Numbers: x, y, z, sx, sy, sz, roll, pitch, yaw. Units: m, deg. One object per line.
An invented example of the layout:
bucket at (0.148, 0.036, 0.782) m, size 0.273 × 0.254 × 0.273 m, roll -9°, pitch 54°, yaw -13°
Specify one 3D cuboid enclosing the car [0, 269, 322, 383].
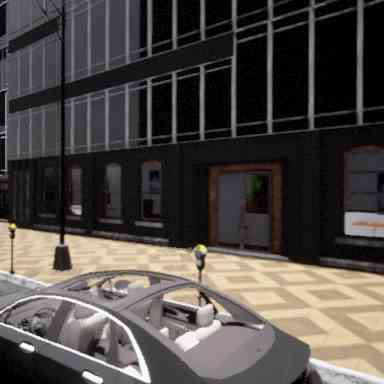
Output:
car at (-0.968, 1.548, 3.557) m, size 4.403 × 1.369 × 2.008 m, roll 0°, pitch 0°, yaw 35°
